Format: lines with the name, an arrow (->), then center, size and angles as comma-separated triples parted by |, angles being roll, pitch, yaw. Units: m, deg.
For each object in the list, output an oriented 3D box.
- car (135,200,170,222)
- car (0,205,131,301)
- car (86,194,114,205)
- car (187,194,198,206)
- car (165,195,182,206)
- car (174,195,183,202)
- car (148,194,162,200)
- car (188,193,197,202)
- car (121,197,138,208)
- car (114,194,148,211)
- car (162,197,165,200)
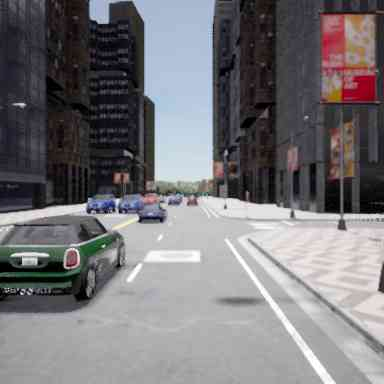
car -> -3.112, 1.629, 27.028 | 1.994, 1.385, 4.181 | 0, 0, 0
car -> -3.138, 1.377, 8.572 | 2.097, 1.767, 4.553 | 0, 0, 0
car -> -9.798, 1.297, 36.311 | 2.150, 2.045, 5.566 | 0, 0, 0
car -> 0.079, 1.614, 57.119 | 1.812, 1.442, 4.674 | 0, 0, 0
car -> -3.171, 1.614, 57.540 | 1.812, 1.442, 4.674 | 0, 0, 0
car -> -3.144, 1.407, 77.360 | 1.882, 1.535, 5.008 | 0, 0, 0
car -> -6.500, 1.307, 52.215 | 2.150, 2.045, 5.566 | 0, 0, 0
car -> 0.106, 1.155, 77.386 | 2.150, 2.045, 5.566 | 0, 0, 0
car -> -9.747, 1.611, 52.300 | 1.812, 1.442, 4.674 | 0, 0, 0
car -> -6.548, 1.297, 36.316 | 2.150, 2.045, 5.566 | 0, 0, 0
car -> -6.407, 1.628, 68.097 | 2.033, 1.411, 5.357 | 0, 0, 0
